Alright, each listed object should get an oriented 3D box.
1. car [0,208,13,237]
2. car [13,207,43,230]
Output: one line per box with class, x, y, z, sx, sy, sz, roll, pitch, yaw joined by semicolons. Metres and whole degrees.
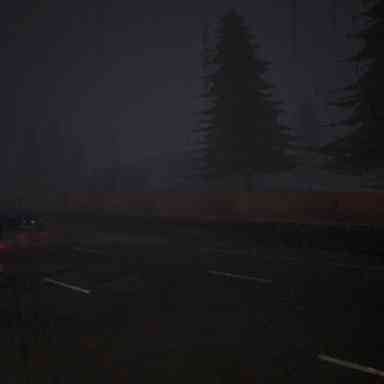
car;-12.112;1.707;18.566;4.902;1.511;2.128;-1;-1;44
car;-12.000;1.801;23.249;4.674;1.442;1.812;-1;-1;45
